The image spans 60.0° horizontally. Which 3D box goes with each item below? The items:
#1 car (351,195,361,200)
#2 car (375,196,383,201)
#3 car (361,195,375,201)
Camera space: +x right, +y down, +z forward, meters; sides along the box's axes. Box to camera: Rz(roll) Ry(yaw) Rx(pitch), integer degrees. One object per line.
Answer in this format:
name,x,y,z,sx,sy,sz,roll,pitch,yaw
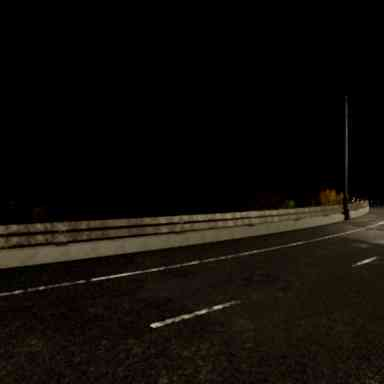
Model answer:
car,39.637,1.583,83.444,2.128,1.511,4.902,0,0,2
car,46.637,1.628,82.399,1.994,1.385,4.181,0,0,2
car,43.128,1.583,83.184,1.812,1.442,4.674,0,0,2
